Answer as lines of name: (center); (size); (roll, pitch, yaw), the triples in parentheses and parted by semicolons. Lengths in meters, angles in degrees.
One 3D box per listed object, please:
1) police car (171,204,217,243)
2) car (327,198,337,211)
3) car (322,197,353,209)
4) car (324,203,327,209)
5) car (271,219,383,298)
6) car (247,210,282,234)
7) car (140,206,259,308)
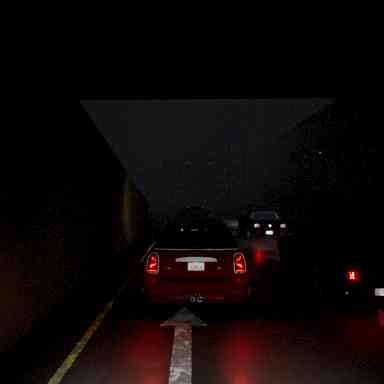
police car: (0.096, 1.504, 17.210); (2.038, 1.542, 4.974); (0, 0, 0)
car: (17.433, 1.453, 35.364); (2.038, 1.542, 4.974); (0, 0, -35)
car: (17.574, 1.295, 40.008); (1.853, 1.218, 4.536); (0, 0, 45)
car: (17.537, 1.453, 39.971); (2.038, 1.542, 4.974); (0, 0, 45)
car: (3.607, 1.601, 8.499); (1.895, 1.301, 4.718); (0, 0, 0)
car: (3.600, 1.601, 17.656); (1.895, 1.301, 4.718); (0, 0, 0)
car: (0.083, 1.352, 8.085); (2.097, 1.767, 4.553); (0, 0, 0)
